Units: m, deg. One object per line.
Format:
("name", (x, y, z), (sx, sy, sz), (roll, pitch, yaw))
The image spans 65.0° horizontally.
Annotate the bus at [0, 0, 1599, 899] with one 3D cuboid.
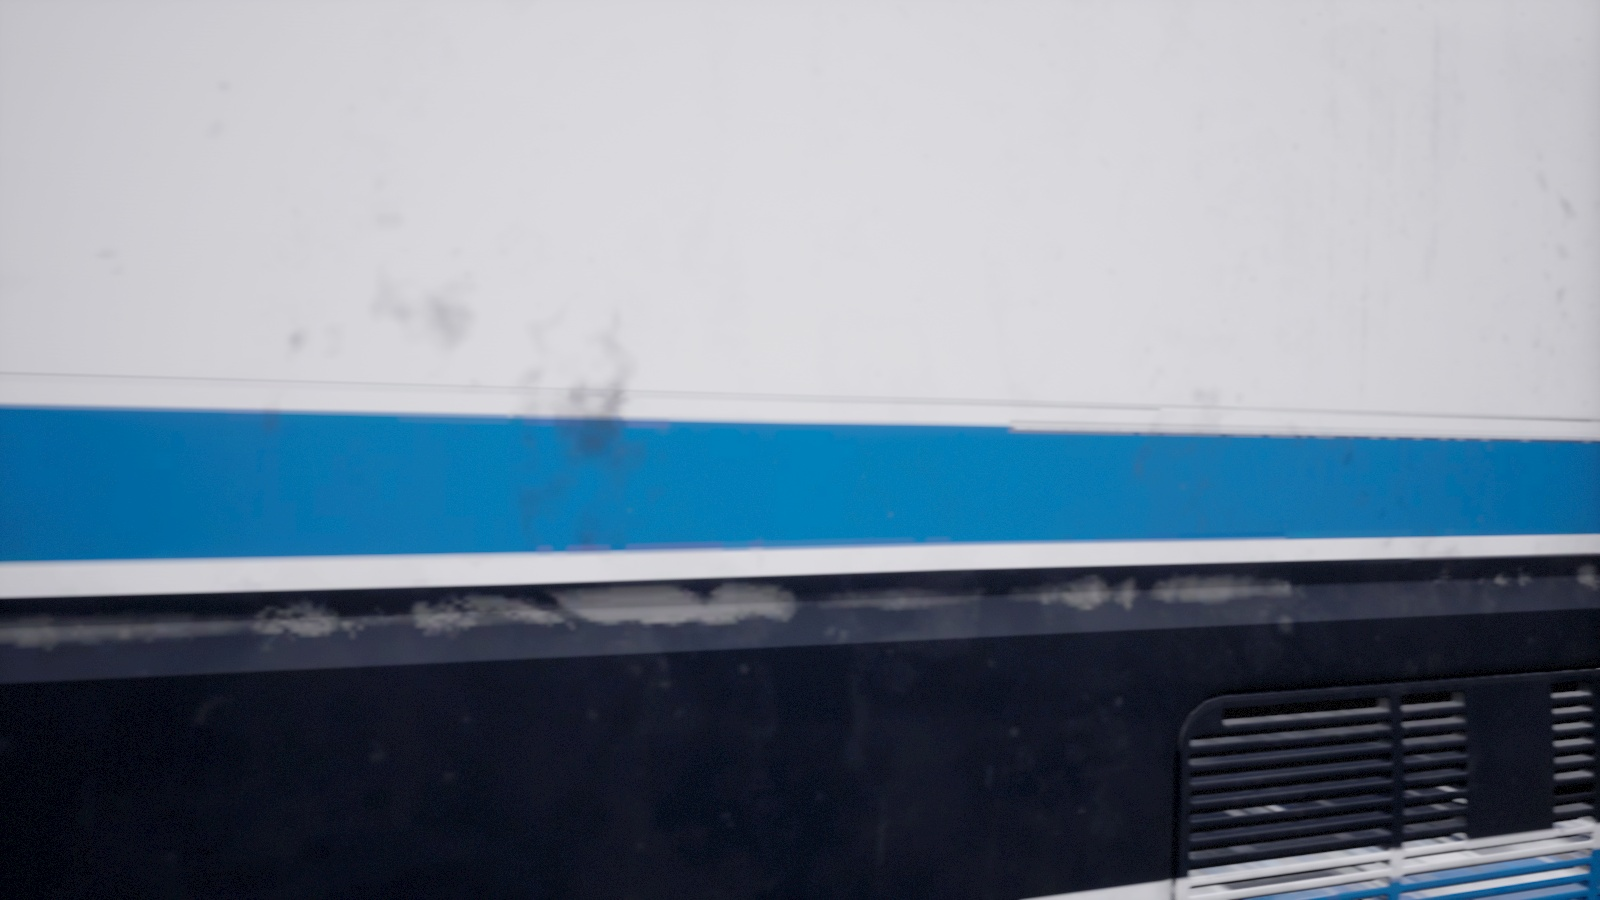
("bus", (-0.194, -0.631, 3.148), (10.273, 4.253, 3.944), (-1, 1, -21))
